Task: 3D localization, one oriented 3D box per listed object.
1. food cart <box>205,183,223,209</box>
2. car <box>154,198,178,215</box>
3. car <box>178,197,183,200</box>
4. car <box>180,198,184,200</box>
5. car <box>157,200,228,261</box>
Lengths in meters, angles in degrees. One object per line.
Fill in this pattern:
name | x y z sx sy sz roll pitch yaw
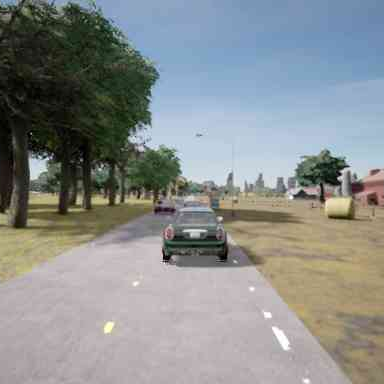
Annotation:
food cart | 3.112 0.604 47.634 2.280 3.560 4.660 -1 -2 0
car | -2.832 1.505 34.906 1.882 1.535 5.008 0 0 0
car | -2.719 1.908 76.342 1.812 1.442 4.674 0 -1 0
car | 0.105 1.499 28.727 1.837 1.490 4.892 0 0 0
car | 0.095 1.324 12.237 2.097 1.767 4.553 0 0 0
